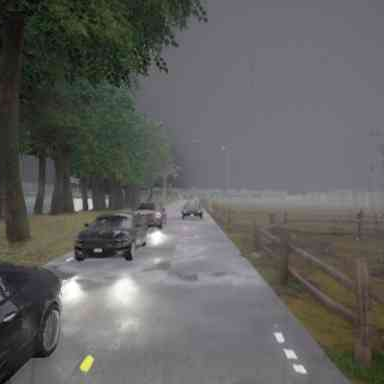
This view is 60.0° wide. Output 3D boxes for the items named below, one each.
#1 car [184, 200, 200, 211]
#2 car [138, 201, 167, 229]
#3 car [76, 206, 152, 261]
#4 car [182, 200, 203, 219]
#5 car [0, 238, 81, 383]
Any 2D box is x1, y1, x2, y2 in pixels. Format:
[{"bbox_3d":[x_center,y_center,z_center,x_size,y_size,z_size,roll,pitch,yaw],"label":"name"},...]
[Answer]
[{"bbox_3d":[0.005,1.772,44.938,1.994,1.385,4.181,0,0,0],"label":"car"},{"bbox_3d":[-2.857,1.434,22.296,2.097,1.767,4.553,0,0,0],"label":"car"},{"bbox_3d":[-2.870,1.517,12.678,1.882,1.535,5.008,0,0,0],"label":"car"},{"bbox_3d":[0.029,1.724,30.715,1.895,1.301,4.718,0,0,0],"label":"car"},{"bbox_3d":[-2.849,1.536,3.355,1.812,1.442,4.674,0,0,0],"label":"car"}]
